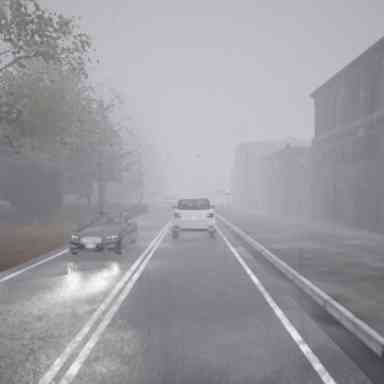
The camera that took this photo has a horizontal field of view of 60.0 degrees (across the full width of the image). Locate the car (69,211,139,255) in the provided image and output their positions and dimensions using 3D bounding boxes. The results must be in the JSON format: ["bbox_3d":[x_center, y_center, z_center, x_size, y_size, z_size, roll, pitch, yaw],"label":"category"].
[{"bbox_3d":[-3.353,1.531,13.440,2.128,1.511,4.902,0,0,0],"label":"car"}]

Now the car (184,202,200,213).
[{"bbox_3d":[0.026,1.963,42.673,1.895,1.301,4.718,0,-1,0],"label":"car"}]

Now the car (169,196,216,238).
[{"bbox_3d":[0.091,1.294,18.348,2.150,2.045,5.566,0,0,0],"label":"car"}]

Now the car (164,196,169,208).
[{"bbox_3d":[-3.433,1.755,55.873,2.150,2.045,5.566,0,-1,0],"label":"car"}]
